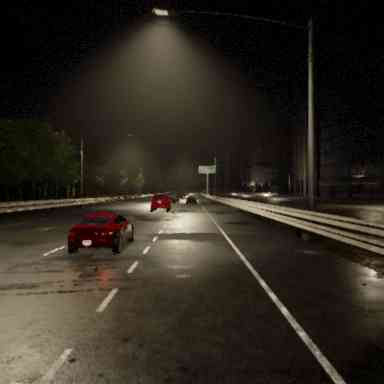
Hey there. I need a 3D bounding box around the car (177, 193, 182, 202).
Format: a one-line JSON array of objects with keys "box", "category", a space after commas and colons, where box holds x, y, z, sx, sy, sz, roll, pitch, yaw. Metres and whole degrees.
[{"box": [-3.829, 1.596, 75.453, 1.994, 1.385, 4.181, 0, 0, 0], "category": "car"}]

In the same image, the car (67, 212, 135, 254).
[{"box": [-3.517, 1.529, 13.419, 1.812, 1.442, 4.674, 0, 0, 0], "category": "car"}]

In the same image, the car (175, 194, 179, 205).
[{"box": [-3.698, 1.544, 57.428, 1.837, 1.490, 4.892, 0, 0, 0], "category": "car"}]

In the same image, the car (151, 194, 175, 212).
[{"box": [-3.600, 1.246, 39.465, 2.150, 2.045, 5.566, 0, 0, 0], "category": "car"}]

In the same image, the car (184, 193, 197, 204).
[{"box": [-0.134, 1.517, 62.920, 1.882, 1.535, 5.008, 0, 0, 0], "category": "car"}]
